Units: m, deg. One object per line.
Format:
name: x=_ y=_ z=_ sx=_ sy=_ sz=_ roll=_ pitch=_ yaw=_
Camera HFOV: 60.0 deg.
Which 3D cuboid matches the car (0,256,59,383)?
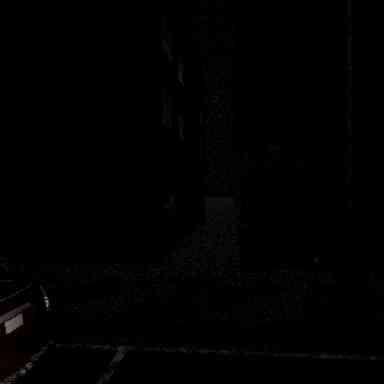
car: x=-3.849 y=1.484 z=3.844 sx=4.097 sy=1.590 sz=1.967 roll=-1 pitch=1 yaw=7
